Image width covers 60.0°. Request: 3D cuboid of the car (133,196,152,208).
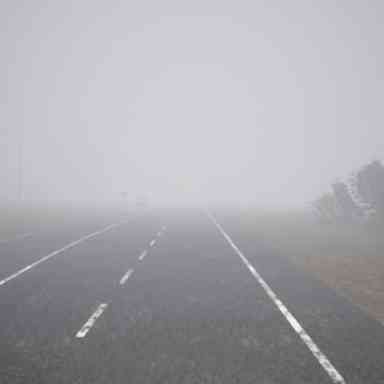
[{"bbox_3d":[-7.044,1.412,47.731,2.097,1.767,4.553,3,0,0],"label":"car"}]
